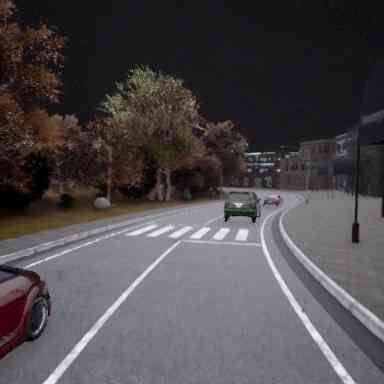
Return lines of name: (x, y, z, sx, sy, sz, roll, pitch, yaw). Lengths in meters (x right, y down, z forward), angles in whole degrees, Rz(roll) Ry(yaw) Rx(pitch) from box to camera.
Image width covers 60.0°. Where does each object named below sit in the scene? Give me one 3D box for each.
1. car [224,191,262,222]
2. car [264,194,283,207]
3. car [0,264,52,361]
car: (3.728, 0.975, 24.039, 2.150, 2.045, 5.566, 1, 1, 16)
car: (10.071, 0.972, 41.183, 1.812, 1.442, 4.674, 2, 2, 23)
car: (-3.327, 1.527, 3.653, 1.994, 1.385, 4.181, 0, 0, 4)
